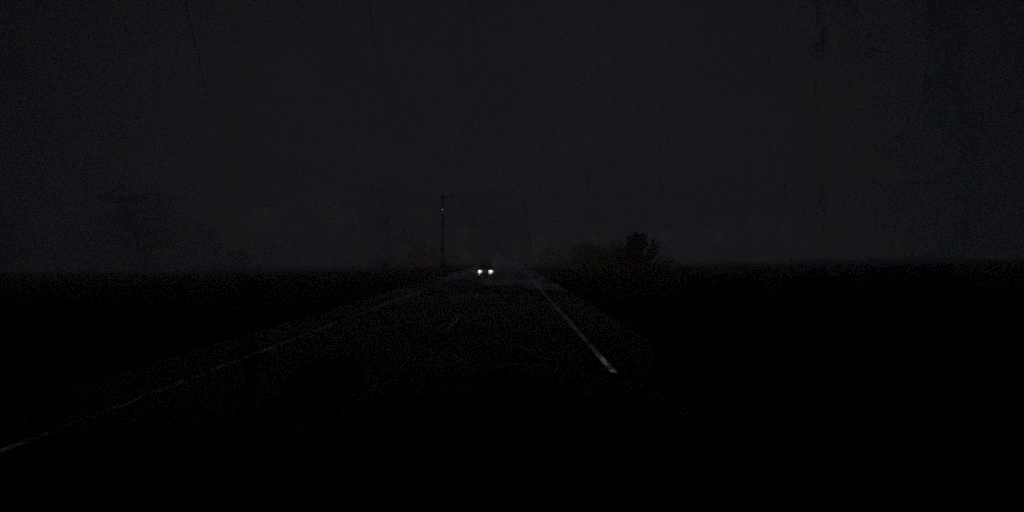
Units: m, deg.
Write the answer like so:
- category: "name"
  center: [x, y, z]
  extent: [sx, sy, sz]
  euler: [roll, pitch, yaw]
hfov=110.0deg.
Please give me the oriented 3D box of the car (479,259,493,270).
- category: "car"
  center: [-3.810, 1.242, 53.181]
  extent: [1.882, 1.535, 5.008]
  euler: [0, 0, 0]
